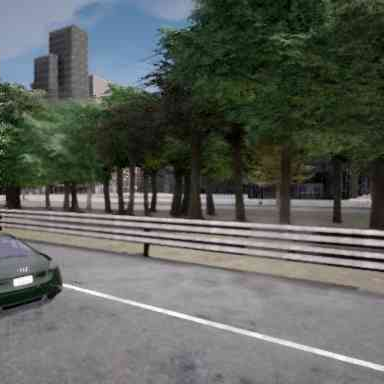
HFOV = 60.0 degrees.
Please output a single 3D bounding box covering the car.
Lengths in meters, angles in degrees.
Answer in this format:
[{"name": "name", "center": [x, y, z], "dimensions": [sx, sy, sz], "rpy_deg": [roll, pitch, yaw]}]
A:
[{"name": "car", "center": [-4.674, 1.559, 7.086], "dimensions": [4.181, 1.385, 1.994], "rpy_deg": [0, 0, 34]}]
